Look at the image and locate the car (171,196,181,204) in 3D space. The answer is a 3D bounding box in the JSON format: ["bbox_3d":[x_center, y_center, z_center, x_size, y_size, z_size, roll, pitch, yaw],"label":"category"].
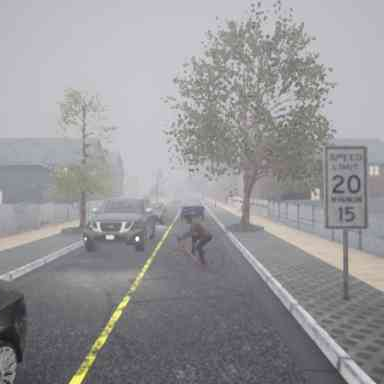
[{"bbox_3d":[-2.817,1.486,62.655,1.837,1.490,4.892,0,0,0],"label":"car"}]

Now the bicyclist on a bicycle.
[{"bbox_3d":[0.069,1.434,9.142,1.656,1.620,0.582,0,0,-1],"label":"bicyclist on a bicycle"}]

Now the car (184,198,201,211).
[{"bbox_3d":[0.094,1.542,42.490,2.033,1.411,5.357,0,0,0],"label":"car"}]

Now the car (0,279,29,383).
[{"bbox_3d":[-2.854,1.493,1.987,2.128,1.511,4.902,0,0,0],"label":"car"}]

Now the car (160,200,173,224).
[{"bbox_3d":[-2.840,1.548,24.997,2.033,1.411,5.357,0,0,1],"label":"car"}]

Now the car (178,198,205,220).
[{"bbox_3d":[0.096,1.478,27.929,1.882,1.535,5.008,0,-1,0],"label":"car"}]

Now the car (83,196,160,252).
[{"bbox_3d":[-2.852,1.223,14.307,2.150,2.045,5.566,0,0,0],"label":"car"}]
